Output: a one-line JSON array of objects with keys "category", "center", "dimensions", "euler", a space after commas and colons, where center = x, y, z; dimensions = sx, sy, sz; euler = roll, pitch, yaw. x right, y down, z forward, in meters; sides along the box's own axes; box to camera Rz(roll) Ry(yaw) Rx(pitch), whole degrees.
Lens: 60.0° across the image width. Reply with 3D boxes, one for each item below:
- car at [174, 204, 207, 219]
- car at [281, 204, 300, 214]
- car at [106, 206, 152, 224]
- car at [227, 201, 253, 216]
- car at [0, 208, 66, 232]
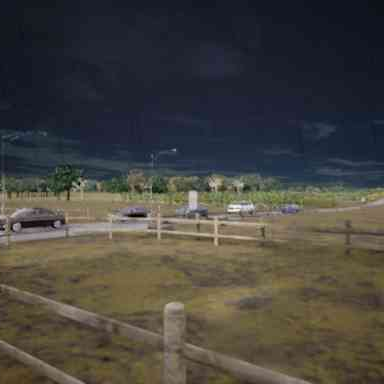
[{"category": "car", "center": [-0.070, 2.155, 38.823], "dimensions": [2.097, 1.767, 4.553], "euler": [1, -1, 35]}, {"category": "car", "center": [17.412, 2.890, 58.522], "dimensions": [2.097, 1.767, 4.553], "euler": [1, -1, 35]}, {"category": "car", "center": [-5.713, 2.063, 30.826], "dimensions": [2.128, 1.511, 4.902], "euler": [1, -1, 35]}, {"category": "car", "center": [7.071, 2.341, 48.874], "dimensions": [2.150, 2.045, 5.566], "euler": [1, -1, 35]}, {"category": "car", "center": [-11.142, 1.873, 23.124], "dimensions": [1.837, 1.490, 4.892], "euler": [1, -1, 35]}]
